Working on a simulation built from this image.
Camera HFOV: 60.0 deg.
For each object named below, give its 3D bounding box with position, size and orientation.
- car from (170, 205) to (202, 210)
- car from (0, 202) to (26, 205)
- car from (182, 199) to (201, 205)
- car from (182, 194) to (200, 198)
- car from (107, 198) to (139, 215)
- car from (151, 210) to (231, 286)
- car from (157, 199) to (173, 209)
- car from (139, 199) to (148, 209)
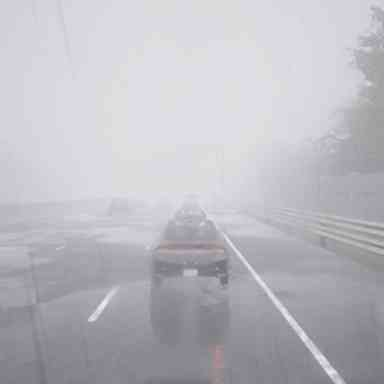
[{"bbox_3d":[-0.085,1.614,18.835,1.895,1.301,4.718,0,0,0],"label":"car"},{"bbox_3d":[-17.679,1.624,32.819,1.895,1.301,4.718,0,0,0],"label":"car"},{"bbox_3d":[-0.135,1.566,27.725,2.033,1.411,5.357,0,0,0],"label":"car"},{"bbox_3d":[-0.126,1.254,43.903,2.150,2.045,5.566,0,0,0],"label":"car"},{"bbox_3d":[-7.066,1.376,33.724,2.097,1.767,4.553,0,0,0],"label":"car"},{"bbox_3d":[-0.039,1.498,9.446,2.128,1.511,4.902,0,0,0],"label":"car"},{"bbox_3d":[-3.629,1.578,44.729,2.033,1.411,5.357,0,0,0],"label":"car"},{"bbox_3d":[-7.123,1.632,44.756,1.895,1.301,4.718,0,0,0],"label":"car"}]
